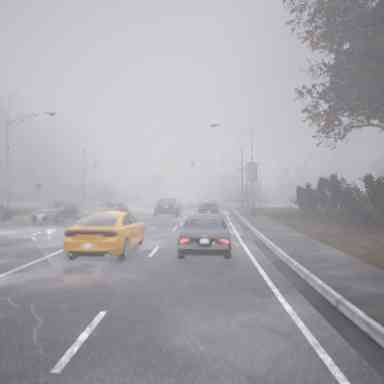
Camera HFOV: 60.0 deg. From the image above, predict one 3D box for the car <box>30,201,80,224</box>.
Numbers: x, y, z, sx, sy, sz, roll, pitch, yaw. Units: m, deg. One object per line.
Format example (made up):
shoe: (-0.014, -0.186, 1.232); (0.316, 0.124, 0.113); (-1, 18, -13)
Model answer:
car: (-9.624, 1.398, 23.833); (2.128, 1.511, 4.902); (0, 0, 4)

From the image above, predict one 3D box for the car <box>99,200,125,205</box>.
car: (-6.055, 1.396, 24.810); (2.128, 1.511, 4.902); (0, 0, 4)

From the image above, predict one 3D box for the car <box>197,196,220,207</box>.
car: (1.490, 1.382, 30.219); (1.837, 1.490, 4.892); (0, 0, 4)

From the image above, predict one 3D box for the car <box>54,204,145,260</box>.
car: (-3.019, 1.448, 12.414); (1.882, 1.535, 5.008); (0, 0, 2)

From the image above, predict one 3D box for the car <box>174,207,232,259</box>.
car: (0.470, 1.522, 12.530); (2.033, 1.411, 5.357); (0, 0, 2)

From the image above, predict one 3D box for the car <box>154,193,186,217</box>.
car: (-2.046, 1.229, 29.744); (2.097, 1.767, 4.553); (0, 0, 4)
